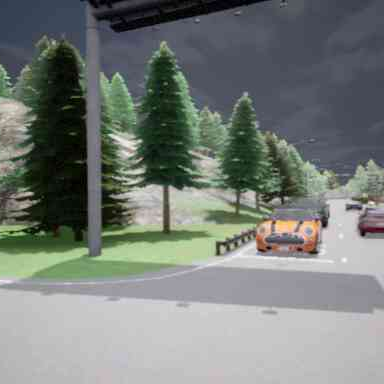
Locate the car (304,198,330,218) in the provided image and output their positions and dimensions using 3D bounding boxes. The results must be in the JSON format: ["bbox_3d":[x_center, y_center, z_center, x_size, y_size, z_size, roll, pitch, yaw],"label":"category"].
[{"bbox_3d":[12.220,1.537,32.370,2.097,1.767,4.553,-1,-1,23],"label":"car"}]

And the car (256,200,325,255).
[{"bbox_3d":[3.978,1.346,13.292,2.097,1.767,4.553,-1,-1,23],"label":"car"}]

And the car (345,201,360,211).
[{"bbox_3d":[21.113,1.839,43.659,1.895,1.301,4.718,-1,-1,23],"label":"car"}]

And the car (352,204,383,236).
[{"bbox_3d":[10.012,1.548,17.994,1.994,1.385,4.181,-1,-1,24],"label":"car"}]

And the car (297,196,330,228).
[{"bbox_3d":[8.329,1.318,23.378,2.150,2.045,5.566,-1,-1,23],"label":"car"}]
